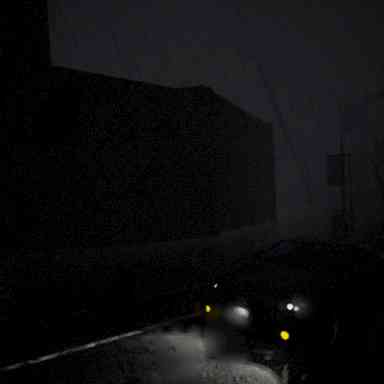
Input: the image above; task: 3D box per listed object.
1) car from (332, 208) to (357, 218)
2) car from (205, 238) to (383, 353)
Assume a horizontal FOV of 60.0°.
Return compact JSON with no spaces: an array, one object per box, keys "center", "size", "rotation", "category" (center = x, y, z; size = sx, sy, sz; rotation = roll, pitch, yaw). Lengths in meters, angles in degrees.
[{"center":[21.830,2.974,47.915],"size":[1.882,1.535,5.008],"rotation":[-3,-3,2],"category":"car"},{"center":[2.203,1.614,6.288],"size":[4.181,1.385,1.994],"rotation":[1,-1,-42],"category":"car"}]
